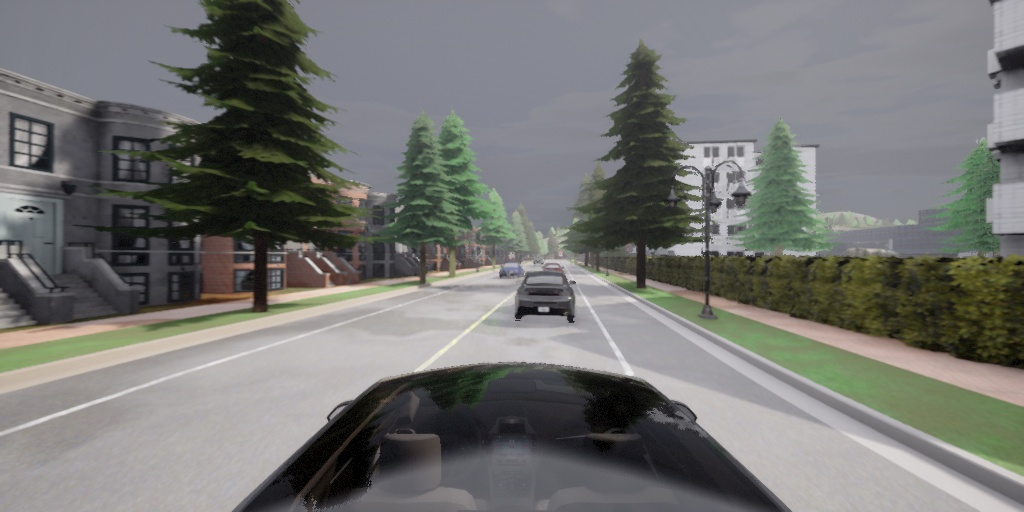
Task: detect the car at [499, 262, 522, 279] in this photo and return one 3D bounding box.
[{"bbox_3d":[0.007,1.282,32.827,1.812,1.442,4.674,0,0,7],"label":"car"}]

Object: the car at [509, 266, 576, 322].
[{"bbox_3d":[1.172,1.267,12.532,1.837,1.490,4.892,0,0,6],"label":"car"}]

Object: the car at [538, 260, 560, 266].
[{"bbox_3d":[3.437,1.308,30.576,1.812,1.442,4.674,1,0,7],"label":"car"}]
